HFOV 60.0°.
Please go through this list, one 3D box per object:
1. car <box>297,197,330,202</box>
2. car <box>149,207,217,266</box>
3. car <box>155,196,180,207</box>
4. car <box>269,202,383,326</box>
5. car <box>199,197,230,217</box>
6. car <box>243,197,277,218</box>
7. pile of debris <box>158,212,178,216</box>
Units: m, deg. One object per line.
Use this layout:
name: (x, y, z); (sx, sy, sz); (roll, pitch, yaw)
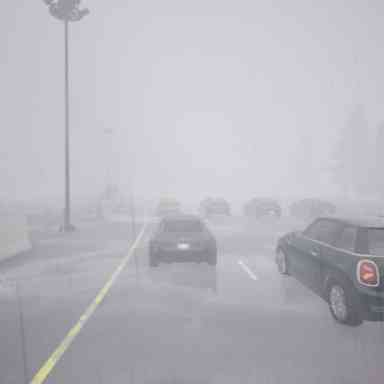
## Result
car: (8.932, 1.168, 25.034); (1.837, 1.490, 4.892); (0, 1, -7)
car: (-0.336, 1.418, 11.021); (1.994, 1.385, 4.181); (0, 1, -3)
car: (-2.138, 1.104, 28.621); (1.882, 1.535, 5.008); (0, 1, -8)
car: (3.351, 1.255, 7.061); (2.097, 1.767, 4.553); (0, 1, -2)
car: (1.705, 1.144, 26.331); (2.128, 1.511, 4.902); (0, 1, -7)
car: (5.317, 1.162, 25.719); (1.837, 1.490, 4.892); (0, 1, -7)
pile of debris: (-1.971, 1.818, 27.396); (1.500, 0.140, 1.860); (0, 1, -8)
